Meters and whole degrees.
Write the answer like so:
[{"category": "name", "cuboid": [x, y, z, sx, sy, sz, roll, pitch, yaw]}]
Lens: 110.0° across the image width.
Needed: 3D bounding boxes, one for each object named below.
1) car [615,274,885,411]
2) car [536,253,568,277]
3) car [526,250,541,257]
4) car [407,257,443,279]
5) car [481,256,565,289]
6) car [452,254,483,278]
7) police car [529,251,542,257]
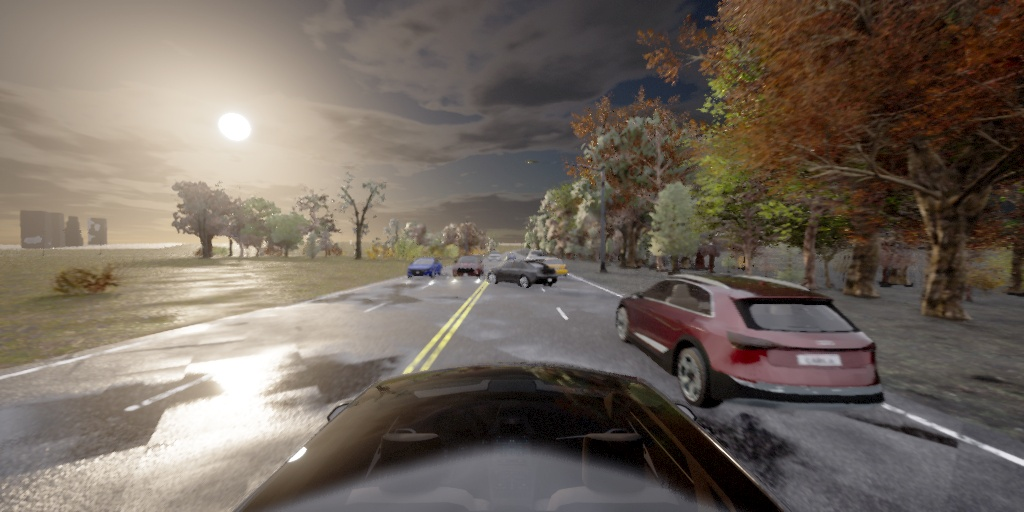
[{"category": "car", "cuboid": [3.264, 1.087, 6.067, 2.033, 1.649, 4.856, 1, 2, 0]}, {"category": "car", "cuboid": [3.225, 0.811, 28.266, 1.801, 1.575, 5.366, -1, 1, 0]}, {"category": "car", "cuboid": [3.247, 0.253, 50.111, 2.150, 2.045, 5.566, 1, 0, 0]}, {"category": "car", "cuboid": [-6.597, 0.859, 27.577, 1.882, 1.535, 5.008, 0, 1, 0]}, {"category": "car", "cuboid": [0.475, 0.987, 20.631, 1.837, 1.490, 4.892, -1, 1, -39]}, {"category": "car", "cuboid": [-3.345, 0.726, 28.057, 2.097, 1.767, 4.553, 0, 1, 0]}, {"category": "police car", "cuboid": [3.248, 0.616, 39.193, 1.930, 1.638, 5.238, 1, 0, 0]}]
